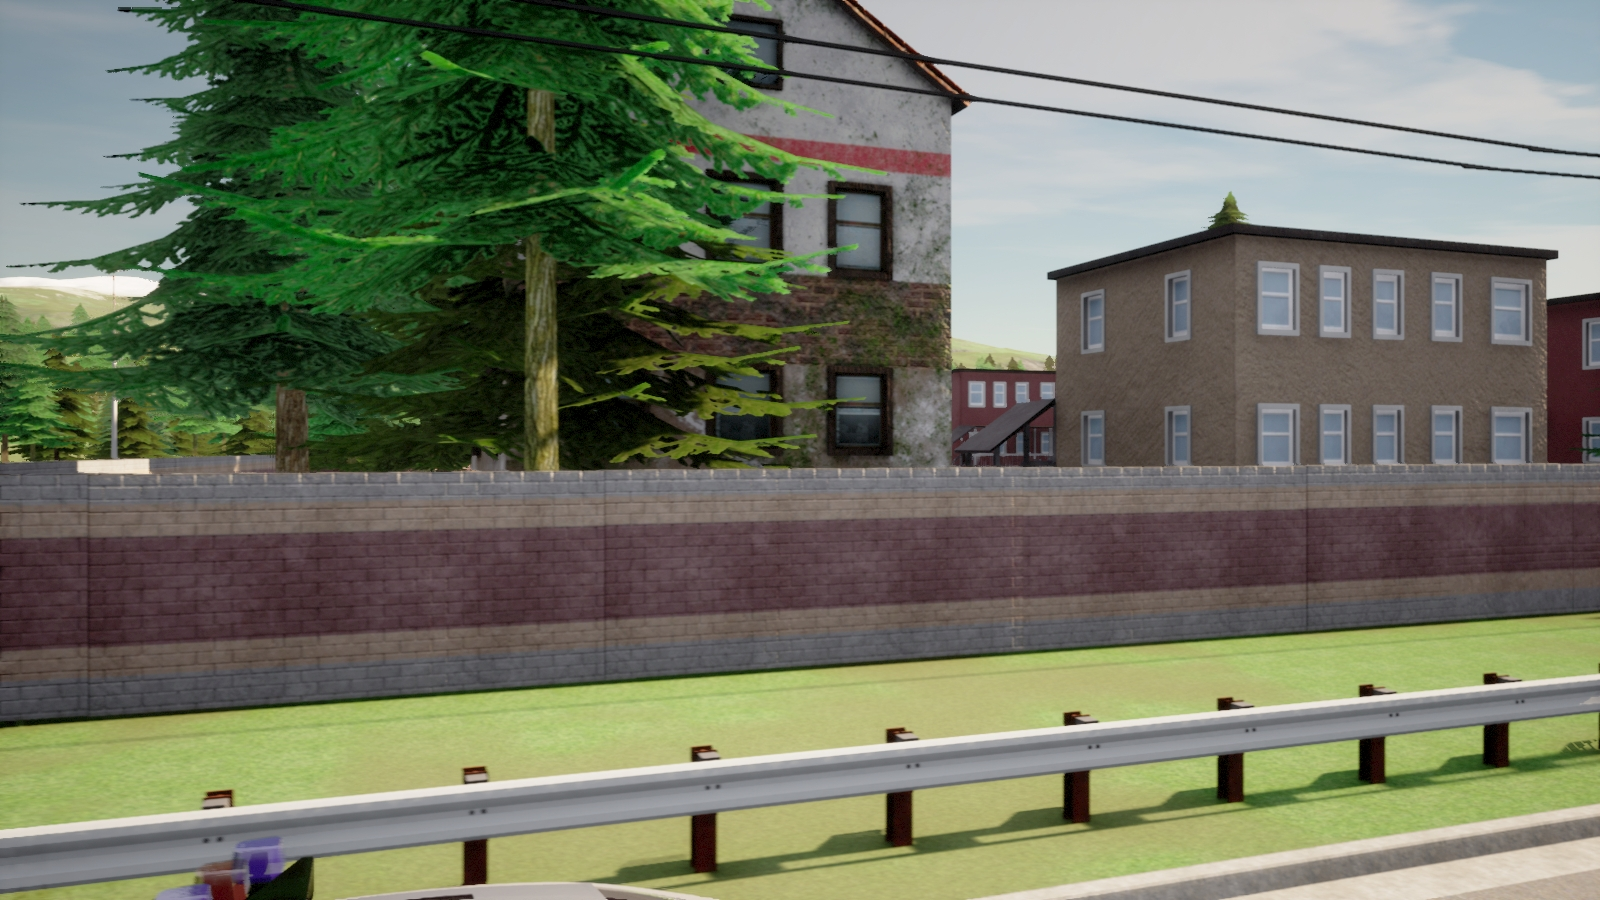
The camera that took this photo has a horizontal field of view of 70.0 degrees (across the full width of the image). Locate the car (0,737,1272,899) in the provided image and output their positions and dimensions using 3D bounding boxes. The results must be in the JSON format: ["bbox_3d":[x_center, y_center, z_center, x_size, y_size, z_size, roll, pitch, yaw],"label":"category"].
[{"bbox_3d":[-1.491,1.982,2.759,5.238,1.638,2.097,0,0,-20],"label":"car"}]
